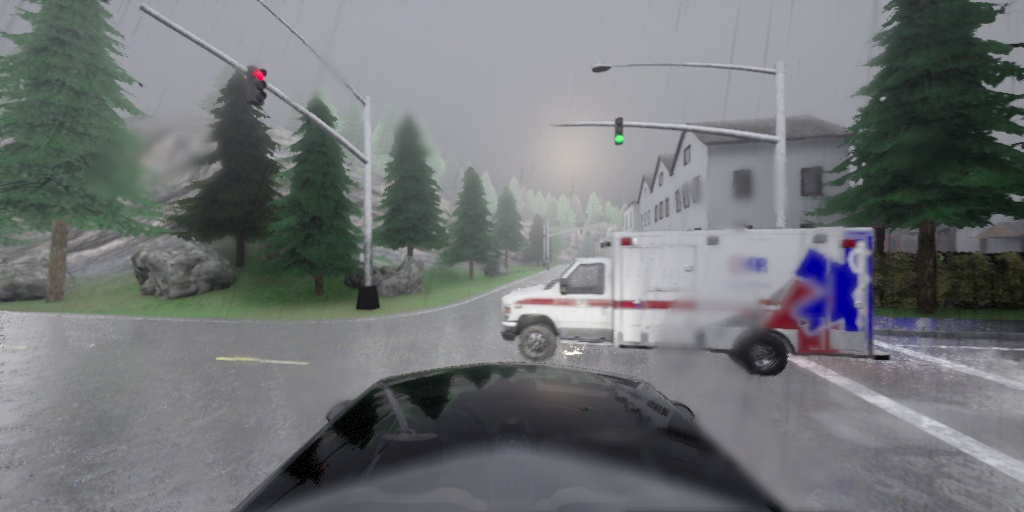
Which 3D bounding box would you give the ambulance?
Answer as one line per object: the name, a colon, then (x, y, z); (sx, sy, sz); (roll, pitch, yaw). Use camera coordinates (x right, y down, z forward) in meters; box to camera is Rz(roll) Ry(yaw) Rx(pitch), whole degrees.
ambulance: (2.996, 0.779, 7.217); (6.366, 2.431, 2.351); (0, 0, 11)
